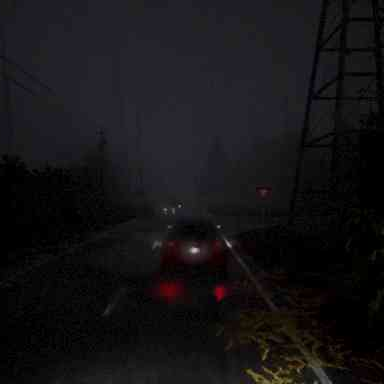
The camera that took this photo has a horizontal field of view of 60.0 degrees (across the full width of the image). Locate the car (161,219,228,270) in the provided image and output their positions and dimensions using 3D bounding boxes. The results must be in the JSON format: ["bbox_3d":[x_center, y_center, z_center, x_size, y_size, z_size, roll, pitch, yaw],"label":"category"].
[{"bbox_3d":[0.074,1.602,11.211,1.994,1.385,4.181,0,0,0],"label":"car"}]

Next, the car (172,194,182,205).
[{"bbox_3d":[-3.211,1.444,66.629,2.150,2.045,5.566,0,1,0],"label":"car"}]

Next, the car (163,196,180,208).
[{"bbox_3d":[-3.283,1.719,50.365,2.033,1.411,5.357,0,0,0],"label":"car"}]
